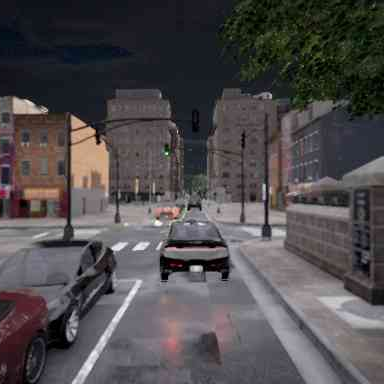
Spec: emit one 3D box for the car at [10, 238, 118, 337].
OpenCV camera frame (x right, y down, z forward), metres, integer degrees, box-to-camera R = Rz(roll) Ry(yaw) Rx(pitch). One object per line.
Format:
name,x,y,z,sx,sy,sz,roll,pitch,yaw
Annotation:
car,-2.638,1.646,6.427,1.947,1.339,4.313,0,-1,0

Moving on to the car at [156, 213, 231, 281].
car,-0.003,1.619,10.264,2.128,1.511,4.902,0,-1,-3

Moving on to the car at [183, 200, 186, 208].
car,-2.301,2.119,51.795,2.128,1.511,4.902,0,-1,0

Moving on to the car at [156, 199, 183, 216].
car,-2.322,1.752,33.003,2.097,1.767,4.553,0,-1,1

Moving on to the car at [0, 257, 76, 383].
car,-2.638,1.617,2.764,1.802,1.307,4.206,0,-1,0

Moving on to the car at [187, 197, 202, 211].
car,0.390,1.859,52.695,2.150,2.045,5.566,0,-1,0

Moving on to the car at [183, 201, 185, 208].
car,-2.299,2.072,41.935,1.994,1.385,4.181,0,-1,0

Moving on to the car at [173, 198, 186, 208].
car,-2.276,2.102,62.050,2.097,1.767,4.553,0,-1,0
